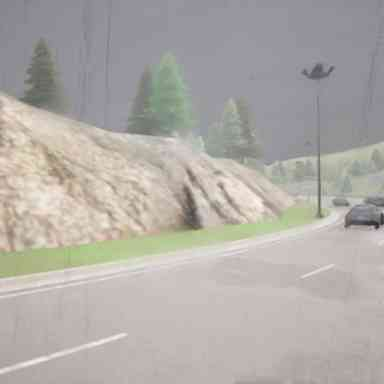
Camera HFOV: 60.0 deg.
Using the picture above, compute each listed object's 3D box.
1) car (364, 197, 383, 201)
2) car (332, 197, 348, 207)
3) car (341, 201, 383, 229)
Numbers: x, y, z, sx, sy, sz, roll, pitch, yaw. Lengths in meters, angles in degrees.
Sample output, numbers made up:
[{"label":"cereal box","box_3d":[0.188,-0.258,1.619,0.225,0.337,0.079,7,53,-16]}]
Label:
[{"label":"car","box_3d":[24.382,1.345,44.722,2.128,1.511,4.902,-1,0,17]},{"label":"car","box_3d":[22.425,1.451,50.273,1.994,1.385,4.181,-1,0,17]},{"label":"car","box_3d":[11.107,1.502,21.387,1.994,1.385,4.181,0,0,33]}]
